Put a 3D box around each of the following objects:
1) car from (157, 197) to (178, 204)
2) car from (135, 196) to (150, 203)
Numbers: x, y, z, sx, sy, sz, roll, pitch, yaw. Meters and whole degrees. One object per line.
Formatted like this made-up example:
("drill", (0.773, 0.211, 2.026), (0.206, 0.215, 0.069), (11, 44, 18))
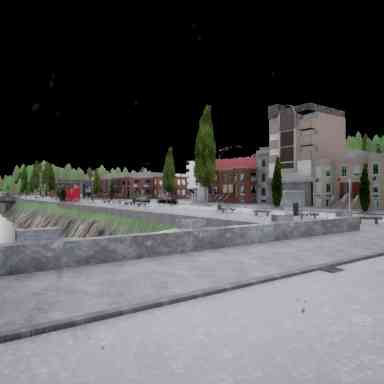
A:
("car", (-4.574, 1.601, 60.735), (1.895, 1.301, 4.718), (0, 0, -35))
("car", (-10.377, 1.561, 68.869), (1.994, 1.385, 4.181), (0, 0, -35))
